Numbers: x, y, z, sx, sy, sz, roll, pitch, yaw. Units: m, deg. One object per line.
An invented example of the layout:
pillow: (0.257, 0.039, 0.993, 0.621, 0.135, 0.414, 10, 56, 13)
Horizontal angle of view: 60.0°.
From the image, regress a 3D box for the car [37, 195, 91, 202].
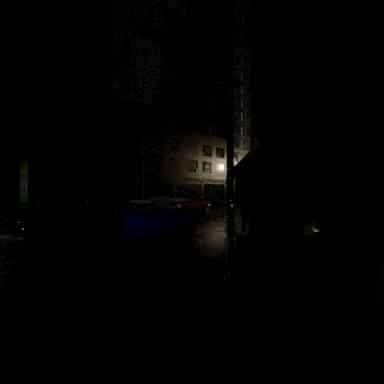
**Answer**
car: (-8.304, 1.123, 20.406, 2.192, 1.841, 5.009, 1, 1, 36)

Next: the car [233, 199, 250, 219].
car: (5.151, 1.280, 24.585, 2.008, 1.369, 4.403, 1, 1, 36)

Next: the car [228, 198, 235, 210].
car: (5.396, 1.074, 35.010, 2.128, 1.511, 4.902, 0, 1, 36)

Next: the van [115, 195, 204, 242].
van: (-1.366, 1.208, 15.453, 1.690, 1.788, 3.998, 1, 1, 36)

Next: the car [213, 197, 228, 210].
car: (1.474, 1.167, 34.105, 1.947, 1.339, 4.313, 1, 2, 36)

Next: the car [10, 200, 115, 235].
car: (-6.592, 1.383, 18.237, 2.033, 1.411, 5.357, 0, 1, 36)

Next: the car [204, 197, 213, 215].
car: (-0.607, 1.062, 26.618, 2.097, 1.767, 4.553, 0, 1, 36)
